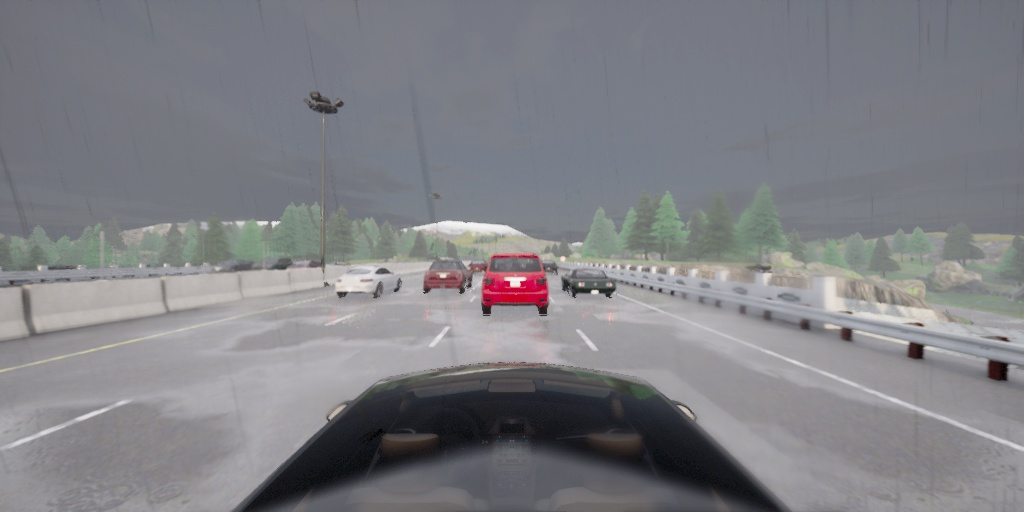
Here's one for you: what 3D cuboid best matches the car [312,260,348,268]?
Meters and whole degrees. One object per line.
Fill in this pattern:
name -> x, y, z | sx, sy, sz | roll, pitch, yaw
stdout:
car -> -17.608, 1.224, 36.128 | 1.895, 1.301, 4.718 | 0, 0, 0

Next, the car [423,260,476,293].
car -> -3.407, 1.002, 19.844 | 2.097, 1.767, 4.553 | 0, 0, 0

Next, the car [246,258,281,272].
car -> -24.603, 0.976, 37.149 | 2.097, 1.767, 4.553 | 0, 0, 0

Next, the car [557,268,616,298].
car -> 3.594, 1.264, 17.754 | 1.895, 1.301, 4.718 | 0, 0, 0

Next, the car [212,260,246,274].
car -> -28.104, 1.116, 36.740 | 2.128, 1.511, 4.902 | 0, 0, 0

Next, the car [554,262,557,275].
car -> 3.587, 1.107, 37.395 | 1.882, 1.535, 5.008 | 0, 0, 0

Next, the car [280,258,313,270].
car -> -21.105, 1.151, 36.807 | 1.812, 1.442, 4.674 | 0, 0, 0

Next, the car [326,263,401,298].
car -> -6.907, 1.189, 17.573 | 1.812, 1.442, 4.674 | 0, 0, 0

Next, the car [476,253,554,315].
car -> 0.097, 0.908, 13.322 | 2.150, 2.045, 5.566 | 0, 0, 0

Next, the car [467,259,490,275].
car -> -3.415, 1.107, 37.578 | 1.882, 1.535, 5.008 | 0, 0, 0
